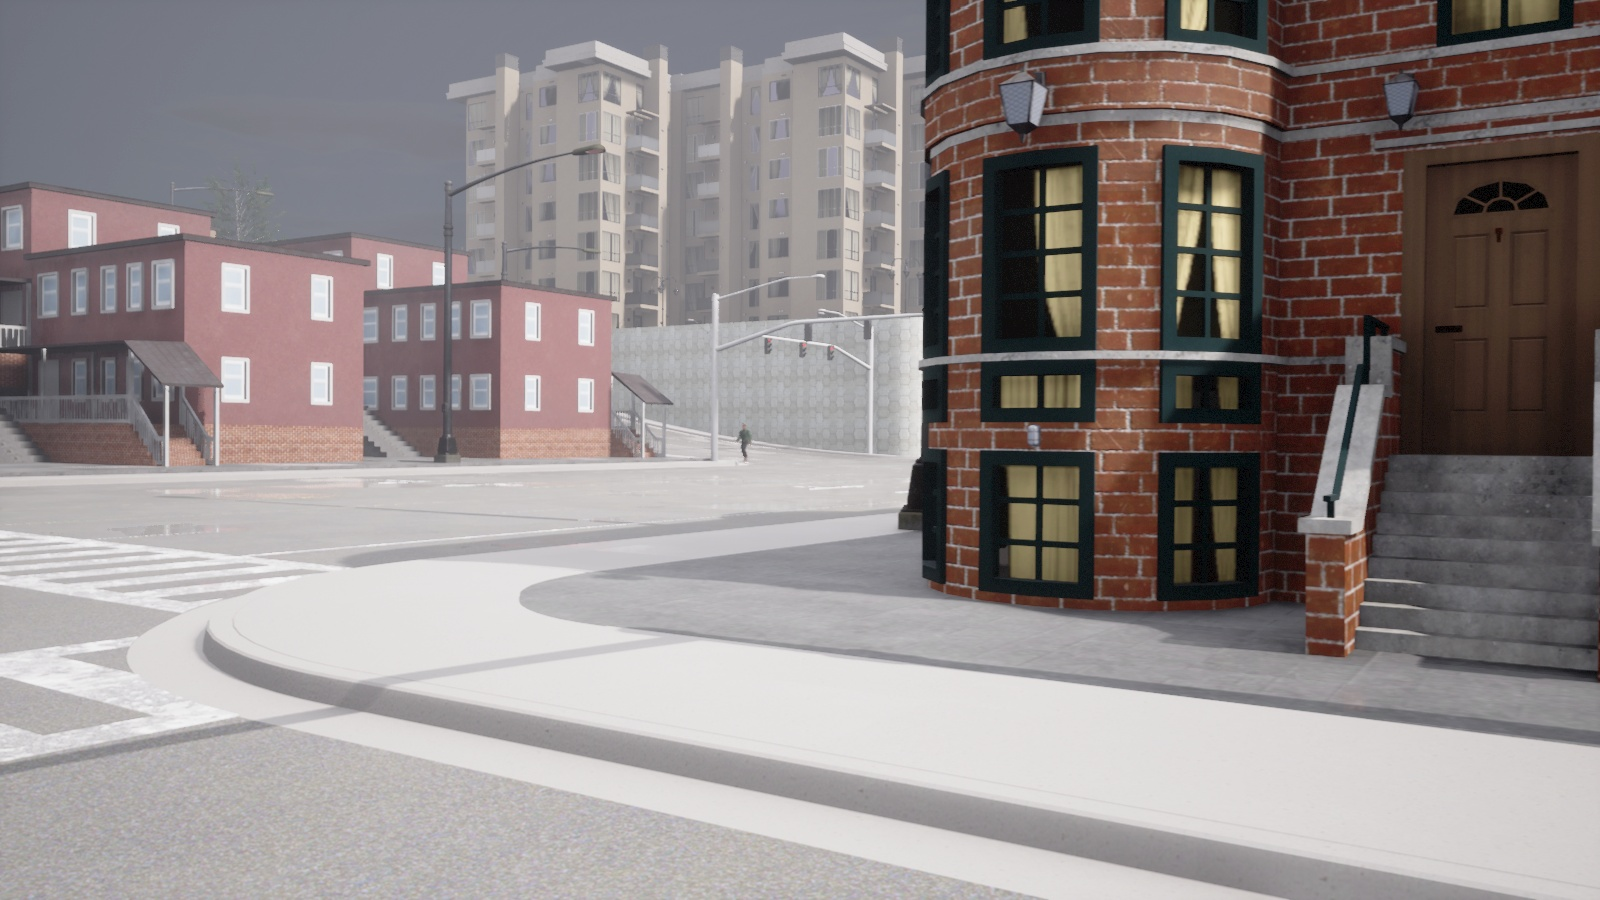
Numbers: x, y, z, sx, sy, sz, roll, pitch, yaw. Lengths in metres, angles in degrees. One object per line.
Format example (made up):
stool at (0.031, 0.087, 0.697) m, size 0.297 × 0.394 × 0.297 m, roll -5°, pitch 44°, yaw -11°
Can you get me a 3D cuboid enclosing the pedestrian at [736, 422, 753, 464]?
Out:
pedestrian at (-2.590, -0.326, 58.586) m, size 0.423 × 1.949 × 0.788 m, roll 0°, pitch 1°, yaw 34°
